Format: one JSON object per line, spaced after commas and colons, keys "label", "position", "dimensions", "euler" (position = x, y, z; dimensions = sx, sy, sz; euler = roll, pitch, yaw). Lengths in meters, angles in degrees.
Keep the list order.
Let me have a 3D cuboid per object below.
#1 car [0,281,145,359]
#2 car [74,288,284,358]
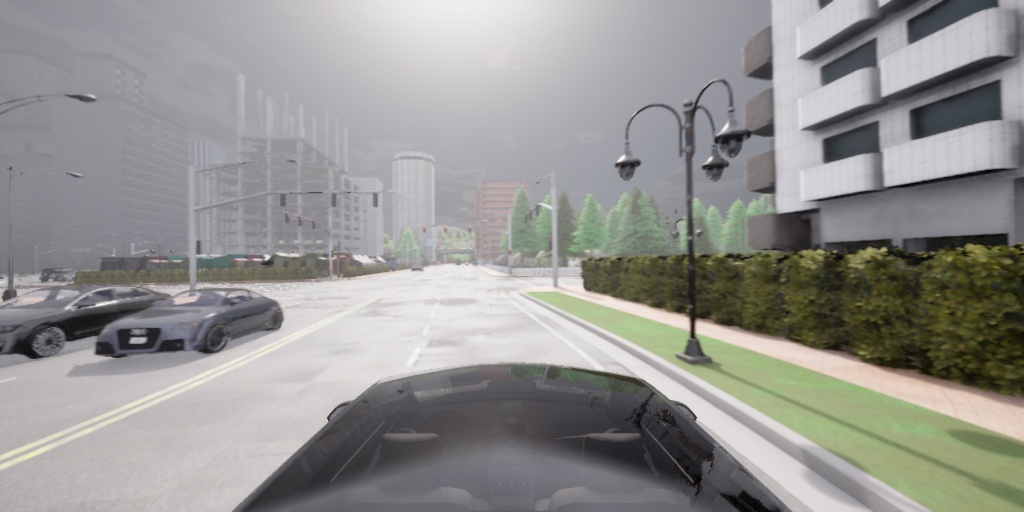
{"label": "car", "position": [-11.270, 1.518, 9.227], "dimensions": [2.128, 1.511, 4.902], "euler": [-1, -1, -8]}
{"label": "car", "position": [-7.747, 1.533, 9.174], "dimensions": [1.994, 1.385, 4.181], "euler": [-1, -1, -7]}
